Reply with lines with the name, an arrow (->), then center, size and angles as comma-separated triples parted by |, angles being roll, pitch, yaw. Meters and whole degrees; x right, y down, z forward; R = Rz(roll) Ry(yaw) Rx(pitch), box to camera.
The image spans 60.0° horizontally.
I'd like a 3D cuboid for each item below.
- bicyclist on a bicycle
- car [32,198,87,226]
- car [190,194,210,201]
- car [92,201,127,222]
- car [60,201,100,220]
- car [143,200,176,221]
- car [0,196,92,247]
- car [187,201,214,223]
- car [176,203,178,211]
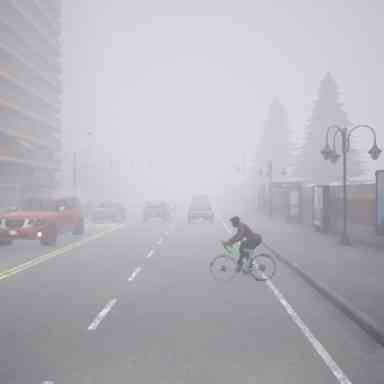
bicyclist on a bicycle -> 1.255, 1.432, 8.258 | 1.656, 1.620, 0.582 | -1, 0, 1
car -> -9.947, 1.406, 25.490 | 2.128, 1.511, 4.902 | 0, 4, 1
car -> 0.973, 1.218, 39.365 | 2.150, 2.045, 5.566 | 0, 0, 1
car -> -6.506, 1.502, 26.435 | 1.837, 1.490, 4.892 | 0, 0, 2
car -> -9.914, 1.584, 29.821 | 1.994, 1.385, 4.181 | 0, 2, 2
car -> -2.806, 1.489, 27.261 | 2.128, 1.511, 4.902 | 0, 0, 1
car -> -6.775, 1.222, 15.466 | 2.150, 2.045, 5.566 | 0, 0, 1
car -> 0.651, 1.598, 25.736 | 1.895, 1.301, 4.718 | 0, 0, 1
car -> -2.599, 1.597, 37.386 | 1.895, 1.301, 4.718 | 0, 0, 2
